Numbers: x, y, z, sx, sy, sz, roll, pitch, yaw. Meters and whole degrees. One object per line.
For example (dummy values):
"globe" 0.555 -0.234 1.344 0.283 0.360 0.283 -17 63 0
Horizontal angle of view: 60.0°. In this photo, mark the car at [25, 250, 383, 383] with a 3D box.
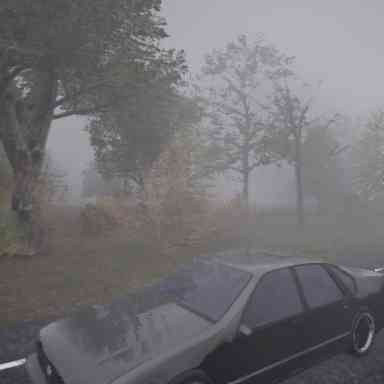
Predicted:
"car" 0.790 1.579 4.556 5.357 1.411 2.033 1 0 -36
